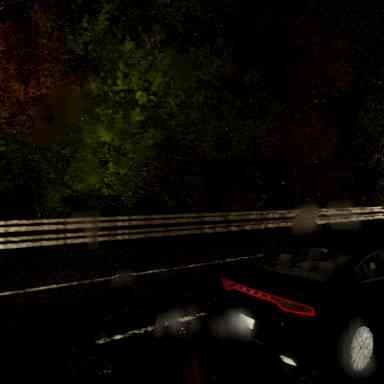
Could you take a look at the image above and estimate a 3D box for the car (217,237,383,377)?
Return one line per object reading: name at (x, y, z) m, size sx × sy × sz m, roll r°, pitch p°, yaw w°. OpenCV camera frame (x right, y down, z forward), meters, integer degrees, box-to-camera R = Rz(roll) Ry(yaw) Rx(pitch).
car at (2.707, 1.514, 5.678) m, size 5.008 × 1.535 × 1.882 m, roll 0°, pitch 0°, yaw -35°
